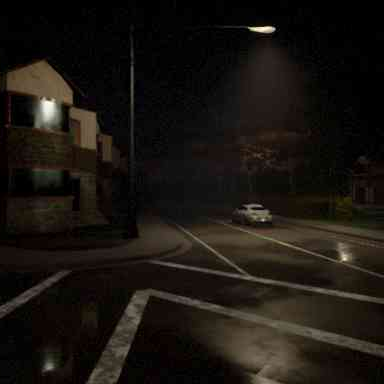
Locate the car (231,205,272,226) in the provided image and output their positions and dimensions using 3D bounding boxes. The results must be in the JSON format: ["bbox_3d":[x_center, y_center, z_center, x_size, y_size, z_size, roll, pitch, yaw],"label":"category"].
[{"bbox_3d":[4.271,1.634,24.160,1.812,1.442,4.674,0,0,-10],"label":"car"}]
